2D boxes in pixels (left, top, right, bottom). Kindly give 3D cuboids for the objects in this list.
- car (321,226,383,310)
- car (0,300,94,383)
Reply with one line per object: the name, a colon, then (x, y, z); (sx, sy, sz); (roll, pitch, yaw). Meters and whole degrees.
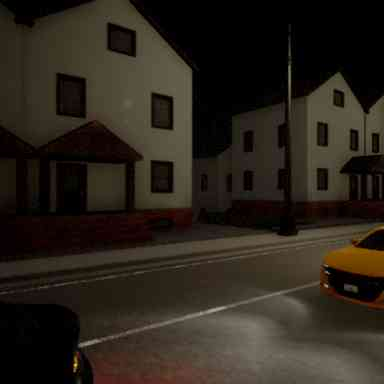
car: (4.931, 1.495, 7.509); (5.008, 1.535, 1.882); (0, 0, -35)
car: (-3.060, 1.503, 1.810); (4.892, 1.490, 1.837); (1, 0, -36)
